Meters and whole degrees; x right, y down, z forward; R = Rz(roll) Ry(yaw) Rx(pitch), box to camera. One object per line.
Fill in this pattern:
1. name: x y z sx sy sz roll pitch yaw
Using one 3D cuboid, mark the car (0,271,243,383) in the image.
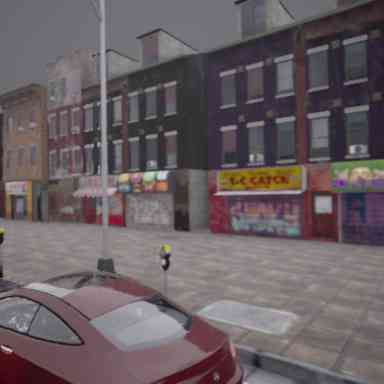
1. car: -1.460 1.617 3.860 4.206 1.307 1.802 -1 -1 36
